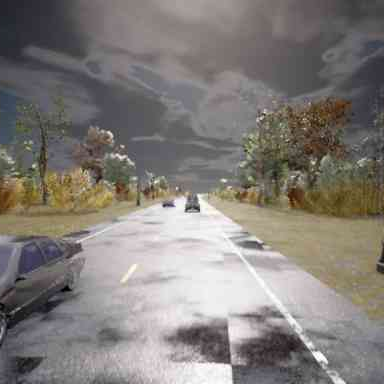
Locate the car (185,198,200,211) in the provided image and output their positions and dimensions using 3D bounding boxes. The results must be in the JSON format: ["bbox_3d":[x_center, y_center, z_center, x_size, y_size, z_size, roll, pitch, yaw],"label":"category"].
[{"bbox_3d":[0.086,1.723,42.271,1.895,1.301,4.718,0,0,0],"label":"car"}]

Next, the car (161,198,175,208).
[{"bbox_3d":[-3.540,1.694,51.132,2.033,1.411,5.357,0,0,1],"label":"car"}]

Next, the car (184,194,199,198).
[{"bbox_3d":[0.140,1.397,63.074,2.150,2.045,5.566,0,0,0],"label":"car"}]

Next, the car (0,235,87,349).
[{"bbox_3d":[-3.601,1.567,6.258,2.033,1.411,5.357,0,0,0],"label":"car"}]
